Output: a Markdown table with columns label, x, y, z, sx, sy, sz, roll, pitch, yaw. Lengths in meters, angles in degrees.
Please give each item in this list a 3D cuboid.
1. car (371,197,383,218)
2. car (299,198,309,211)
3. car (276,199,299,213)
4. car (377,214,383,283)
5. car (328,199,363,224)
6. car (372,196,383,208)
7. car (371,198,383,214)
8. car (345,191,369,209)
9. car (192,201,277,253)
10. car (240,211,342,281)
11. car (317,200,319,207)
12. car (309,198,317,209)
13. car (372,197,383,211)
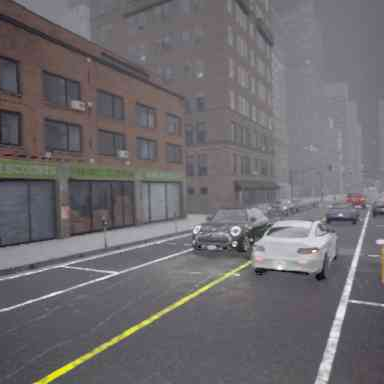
| label | x | y | z | sx | sy | sz | roll | pitch | yaw |
| --- | --- | --- | --- | --- | --- | --- | --- | --- | --- |
| car | 16.113 | 1.380 | 27.923 | 1.947 | 1.339 | 4.313 | -3 | -1 | 29 |
| car | 11.293 | 1.561 | 36.851 | 1.947 | 1.339 | 4.313 | -2 | -1 | 29 |
| car | 8.639 | 1.463 | 32.027 | 1.967 | 1.590 | 4.097 | -2 | -1 | 29 |
| car | 4.692 | 1.409 | 6.320 | 1.882 | 1.535 | 5.008 | -2 | 0 | 29 |
| car | 10.757 | 1.474 | 23.675 | 1.994 | 1.385 | 4.181 | -2 | 0 | 29 |
| car | 24.061 | 1.277 | 42.400 | 1.887 | 1.381 | 4.507 | -3 | -1 | 29 |
| car | 18.762 | 1.331 | 32.748 | 1.887 | 1.381 | 4.507 | -3 | -1 | 29 |
| car | 20.488 | 1.033 | 41.625 | 2.150 | 2.045 | 5.566 | -2 | 0 | 29 |
| car | 1.786 | 1.408 | 13.995 | 2.097 | 1.767 | 4.553 | -2 | 0 | 29 |
| car | 3.178 | 1.519 | 9.897 | 1.812 | 1.442 | 4.674 | -2 | 0 | 29 |
| car | 16.591 | 1.485 | 46.503 | 1.887 | 1.381 | 4.507 | -3 | -1 | 29 |
| car | 13.942 | 1.519 | 41.677 | 2.008 | 1.369 | 4.403 | -3 | -1 | 29 |
| car | 21.411 | 1.304 | 37.574 | 1.887 | 1.381 | 4.507 | -3 | -1 | 29 |
